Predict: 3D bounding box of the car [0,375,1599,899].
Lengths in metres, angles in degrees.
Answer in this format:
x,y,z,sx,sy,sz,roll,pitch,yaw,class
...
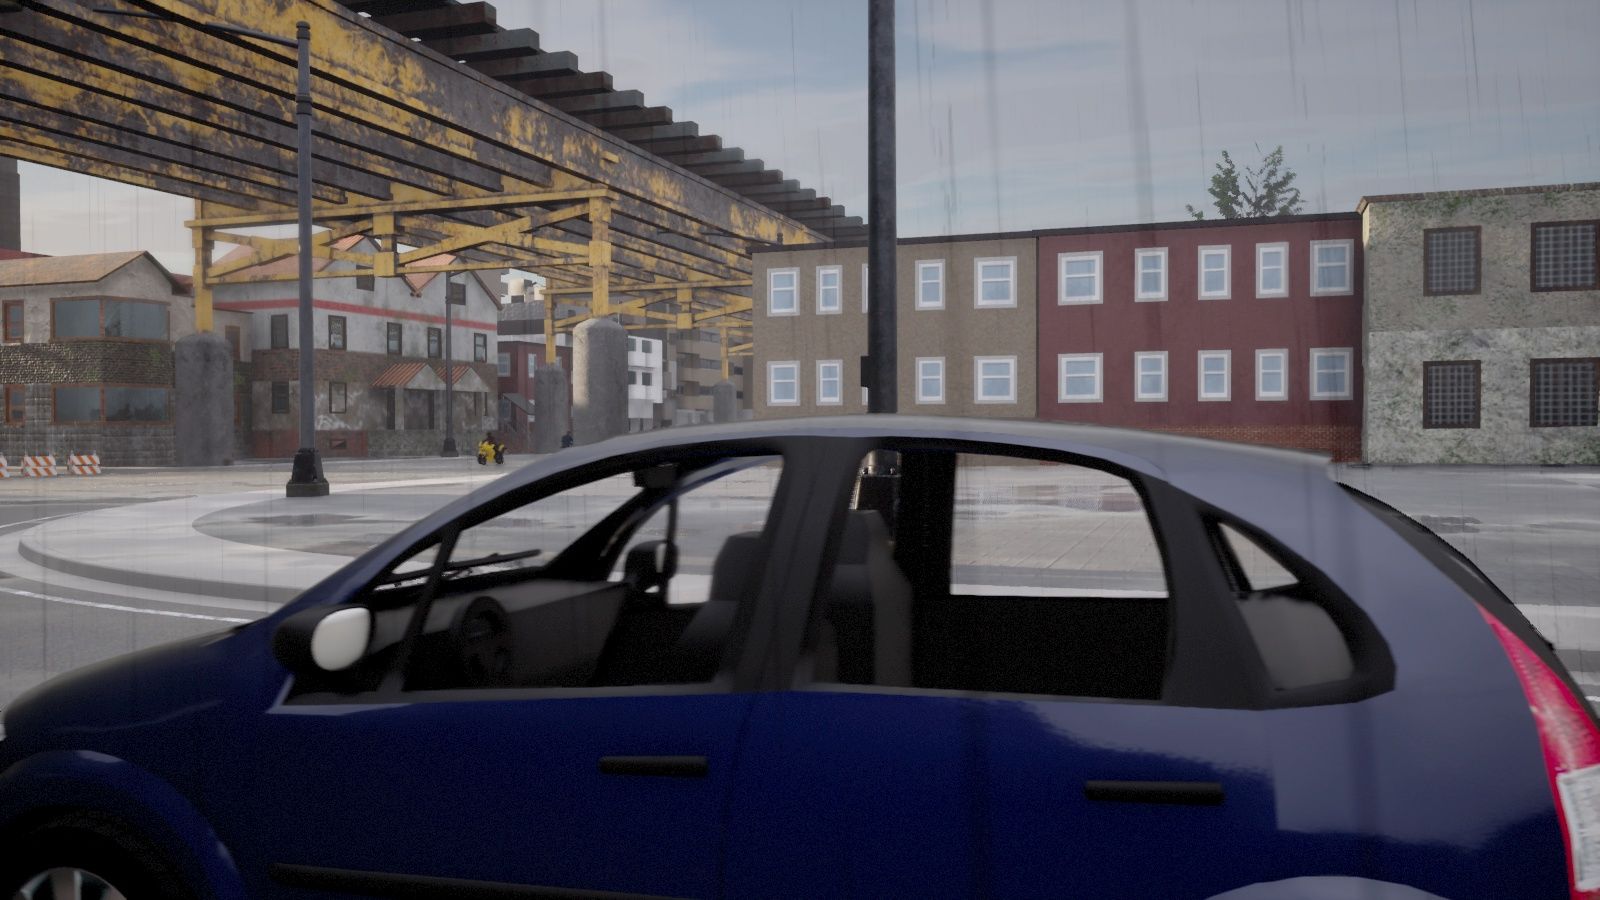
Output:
x,y,z,sx,sy,sz,roll,pitch,yaw,class
-0.261,0.671,3.268,3.988,1.617,1.851,1,1,18,car

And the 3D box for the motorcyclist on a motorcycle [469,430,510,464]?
x,y,z,sx,sy,sz,roll,pitch,yaw,class
-14.189,-0.164,57.422,0.797,1.523,2.044,1,1,20,motorcyclist on a motorcycle
